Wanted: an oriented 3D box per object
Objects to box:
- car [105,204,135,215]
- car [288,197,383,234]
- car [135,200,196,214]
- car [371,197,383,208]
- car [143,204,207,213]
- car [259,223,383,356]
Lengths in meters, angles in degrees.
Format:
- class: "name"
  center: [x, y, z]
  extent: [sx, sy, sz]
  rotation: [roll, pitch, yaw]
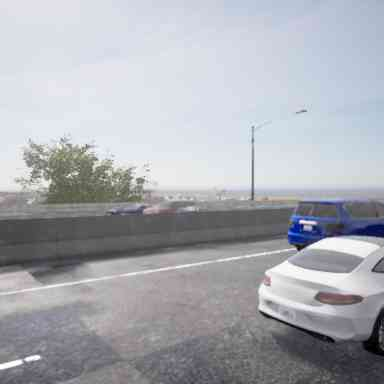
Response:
- class: "car"
  center: [-4.438, 1.622, 26.614]
  extent: [4.718, 1.301, 1.895]
  rotation: [0, 0, -35]
- class: "car"
  center: [5.914, 1.244, 12.254]
  extent: [5.566, 2.045, 2.150]
  rotation: [0, 0, -35]
- class: "car"
  center: [-1.467, 1.376, 24.432]
  extent: [4.553, 1.767, 2.097]
  rotation: [0, 0, -35]
- class: "car"
  center: [29.688, 1.574, 50.857]
  extent: [4.902, 1.511, 2.128]
  rotation: [0, 0, -35]
- class: "car"
  center: [-0.344, 1.623, 20.935]
  extent: [4.718, 1.301, 1.895]
  rotation: [0, 0, -35]
- class: "car"
  center: [3.221, 1.538, 6.039]
  extent: [4.674, 1.442, 1.812]
  rotation: [0, 0, -35]
